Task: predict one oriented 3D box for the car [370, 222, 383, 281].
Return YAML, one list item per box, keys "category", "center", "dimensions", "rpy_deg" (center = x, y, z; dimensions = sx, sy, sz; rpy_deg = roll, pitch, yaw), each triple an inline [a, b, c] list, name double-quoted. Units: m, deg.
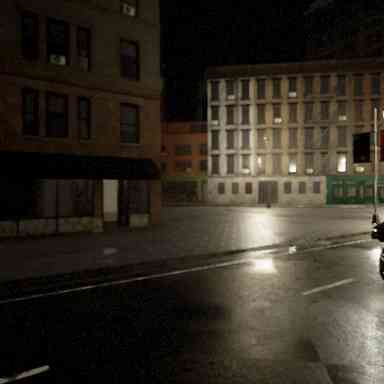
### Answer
- category: "car"
  center: [6.665, 1.454, 8.429]
  dimensions: [5.008, 1.535, 1.882]
  rpy_deg: [0, 0, -35]
